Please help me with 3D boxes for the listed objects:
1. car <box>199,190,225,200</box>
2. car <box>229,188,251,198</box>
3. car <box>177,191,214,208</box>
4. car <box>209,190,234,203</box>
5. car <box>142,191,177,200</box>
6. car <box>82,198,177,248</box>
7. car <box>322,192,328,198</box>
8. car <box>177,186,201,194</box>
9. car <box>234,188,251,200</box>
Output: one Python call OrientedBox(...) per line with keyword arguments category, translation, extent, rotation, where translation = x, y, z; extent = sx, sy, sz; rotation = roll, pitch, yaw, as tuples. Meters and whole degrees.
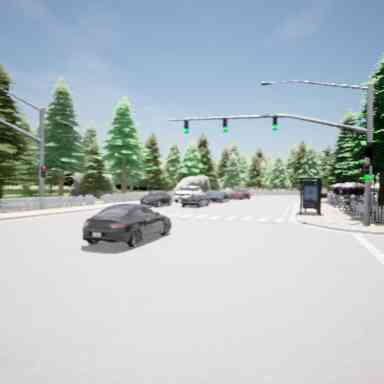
OrientedBox(category="car", translation=(3.208, 0.447, 51.378), extent=(2.033, 1.411, 5.357), rotation=(1, 1, 27))
OrientedBox(category="car", translation=(8.667, 0.154, 59.831), extent=(2.097, 1.767, 4.553), rotation=(2, 2, 37))
OrientedBox(category="car", translation=(0.445, 0.839, 33.506), extent=(1.895, 1.301, 4.718), rotation=(1, 1, 18))
OrientedBox(category="car", translation=(3.533, 0.638, 42.637), extent=(2.033, 1.411, 5.357), rotation=(1, 1, 19))
OrientedBox(category="car", translation=(-3.454, 0.699, 32.840), extent=(1.837, 1.490, 4.892), rotation=(1, 1, 18))
OrientedBox(category="car", translation=(-2.373, 1.181, 12.991), extent=(1.812, 1.442, 4.674), rotation=(1, 2, 18))
OrientedBox(category="car", translation=(24.560, 0.539, 64.438), extent=(4.718, 1.301, 1.895), rotation=(0, 1, -28))
OrientedBox(category="car", translation=(-0.371, 0.265, 42.091), extent=(2.150, 2.045, 5.566), rotation=(1, 1, 19))
OrientedBox(category="car", translation=(7.530, 0.302, 52.044), extent=(2.097, 1.767, 4.553), rotation=(2, 1, 30))
